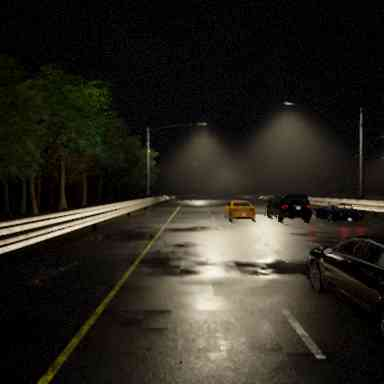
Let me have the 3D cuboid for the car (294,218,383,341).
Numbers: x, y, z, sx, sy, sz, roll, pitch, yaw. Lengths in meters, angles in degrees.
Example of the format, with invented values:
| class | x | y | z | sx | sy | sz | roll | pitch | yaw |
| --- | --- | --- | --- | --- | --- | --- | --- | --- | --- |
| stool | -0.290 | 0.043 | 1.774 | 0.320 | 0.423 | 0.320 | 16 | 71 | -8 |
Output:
| class | x | y | z | sx | sy | sz | roll | pitch | yaw |
| --- | --- | --- | --- | --- | --- | --- | --- | --- | --- |
| car | 3.597 | 1.483 | 5.843 | 2.128 | 1.511 | 4.902 | 0 | 0 | 0 |

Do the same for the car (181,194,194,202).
| class | x | y | z | sx | sy | sz | roll | pitch | yaw |
| --- | --- | --- | --- | --- | --- | --- | --- | --- | --- |
| car | -1.237 | 1.214 | 73.260 | 2.097 | 1.767 | 4.553 | 0 | 0 | 0 |

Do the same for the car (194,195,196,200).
| class | x | y | z | sx | sy | sz | roll | pitch | yaw |
| --- | --- | --- | --- | --- | --- | --- | --- | --- | --- |
| car | -0.014 | 1.379 | 91.975 | 1.812 | 1.442 | 4.674 | 0 | -1 | 0 |

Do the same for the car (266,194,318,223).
| class | x | y | z | sx | sy | sz | roll | pitch | yaw |
| --- | --- | --- | --- | --- | --- | --- | --- | --- | --- |
| car | 7.093 | 1.162 | 24.847 | 2.150 | 2.045 | 5.566 | 0 | 0 | 0 |

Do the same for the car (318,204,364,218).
| class | x | y | z | sx | sy | sz | roll | pitch | yaw |
| --- | --- | --- | --- | --- | --- | --- | --- | --- | --- |
| car | 10.593 | 1.543 | 24.522 | 1.895 | 1.301 | 4.718 | 0 | 0 | 0 |

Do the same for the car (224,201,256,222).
| class | x | y | z | sx | sy | sz | roll | pitch | yaw |
| --- | --- | --- | --- | --- | --- | --- | --- | --- | --- |
| car | 3.594 | 1.416 | 25.505 | 1.882 | 1.535 | 5.008 | 0 | 0 | 0 |
